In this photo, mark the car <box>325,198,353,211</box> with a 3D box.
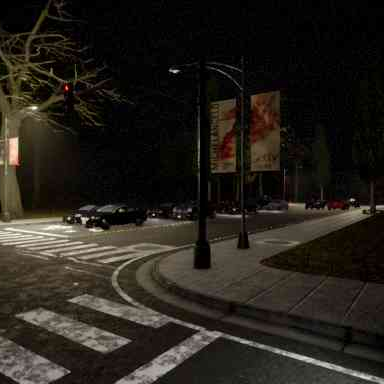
[{"bbox_3d":[20.617,1.658,46.614,2.097,1.767,4.553,0,0,35],"label":"car"}]

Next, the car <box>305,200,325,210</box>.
[{"bbox_3d":[17.796,1.824,48.247,1.812,1.442,4.674,0,0,35],"label":"car"}]

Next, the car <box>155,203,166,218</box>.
[{"bbox_3d":[-1.903,1.667,31.861,2.033,1.411,5.357,0,0,35],"label":"car"}]

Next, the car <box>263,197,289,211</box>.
[{"bbox_3d":[11.823,1.772,45.678,1.812,1.442,4.674,0,0,36],"label":"car"}]

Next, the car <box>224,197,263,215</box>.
[{"bbox_3d":[5.878,1.680,37.283,1.837,1.490,4.892,0,0,35],"label":"car"}]

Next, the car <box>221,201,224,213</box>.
[{"bbox_3d":[3.820,1.776,40.013,1.895,1.301,4.718,0,0,35],"label":"car"}]

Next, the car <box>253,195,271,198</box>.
[{"bbox_3d":[9.898,1.472,48.582,2.150,2.045,5.566,0,0,38],"label":"car"}]

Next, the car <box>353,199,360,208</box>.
[{"bbox_3d":[26.370,1.892,54.801,2.128,1.511,4.902,0,-1,35],"label":"car"}]

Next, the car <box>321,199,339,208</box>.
[{"bbox_3d":[23.481,1.916,56.354,1.812,1.442,4.674,0,-1,35],"label":"car"}]

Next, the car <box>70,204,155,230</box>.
[{"bbox_3d":[-5.016,1.567,21.793,2.128,1.511,4.902,0,0,35],"label":"car"}]

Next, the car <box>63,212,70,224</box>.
[{"bbox_3d":[-7.228,1.637,24.312,1.994,1.385,4.181,0,0,36],"label":"car"}]

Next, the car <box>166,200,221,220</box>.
[{"bbox_3d":[0.229,1.473,29.252,2.097,1.767,4.553,0,0,35],"label":"car"}]
